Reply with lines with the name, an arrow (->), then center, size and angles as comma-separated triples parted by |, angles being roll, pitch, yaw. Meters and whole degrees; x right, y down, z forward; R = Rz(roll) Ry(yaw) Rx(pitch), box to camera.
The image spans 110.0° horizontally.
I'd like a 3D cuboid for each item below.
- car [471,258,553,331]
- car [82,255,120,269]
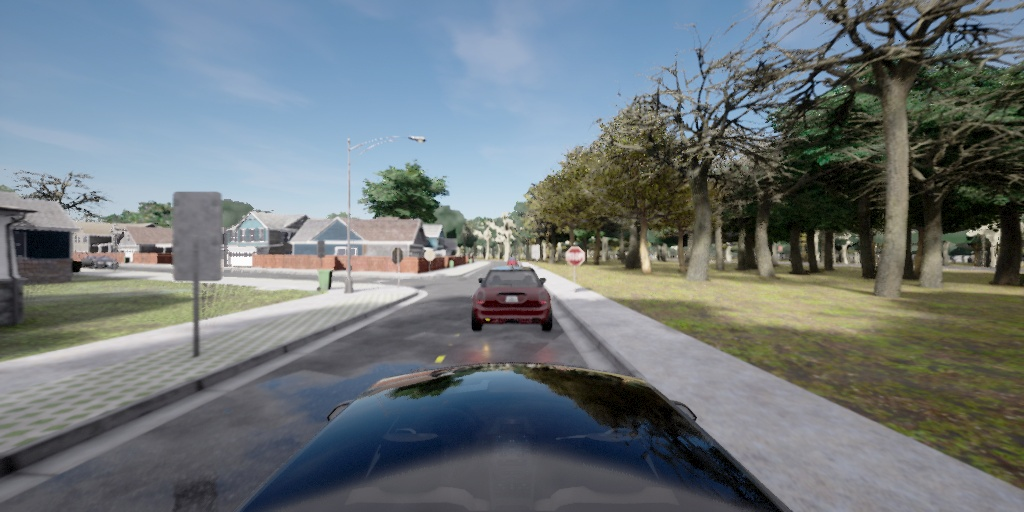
car -> 0.009, 1.063, 10.969 | 2.097, 1.767, 4.553 | 0, 0, 0
car -> -45.433, 0.678, 39.604 | 4.902, 1.511, 2.128 | 0, 0, 24
